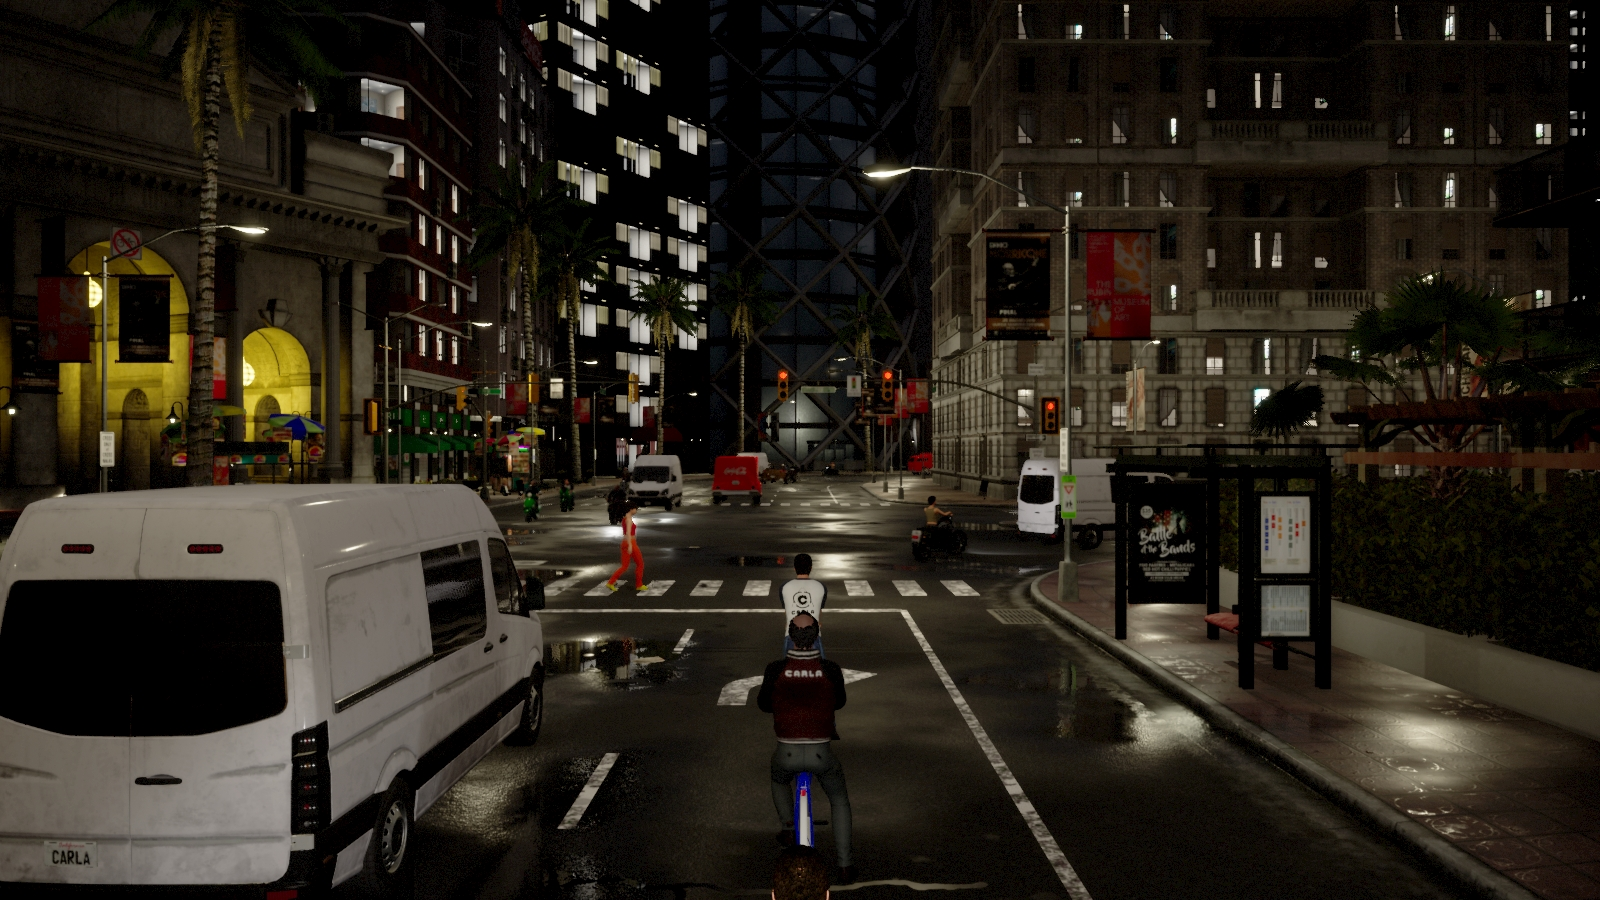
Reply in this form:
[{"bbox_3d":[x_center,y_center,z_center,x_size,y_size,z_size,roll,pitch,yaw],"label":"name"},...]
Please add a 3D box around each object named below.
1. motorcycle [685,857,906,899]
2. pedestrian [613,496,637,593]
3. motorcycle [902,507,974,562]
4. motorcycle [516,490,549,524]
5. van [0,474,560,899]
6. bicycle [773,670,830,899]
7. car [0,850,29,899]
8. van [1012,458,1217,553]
[{"bbox_3d":[-0.018,2.213,3.585,0.803,1.145,2.033,0,0,0],"label":"motorcycle"},{"bbox_3d":[-3.443,1.849,22.449,0.375,1.860,0.375,0,0,-27],"label":"pedestrian"},{"bbox_3d":[3.596,2.170,29.673,0.764,1.277,2.356,0,0,37],"label":"motorcycle"},{"bbox_3d":[-10.348,2.182,44.247,0.856,1.236,1.805,0,0,0],"label":"motorcycle"},{"bbox_3d":[-3.525,1.534,8.973,1.988,2.561,5.915,0,0,0],"label":"van"},{"bbox_3d":[0.008,2.210,7.501,0.329,1.171,1.835,0,0,0],"label":"bicycle"},{"bbox_3d":[-3.487,2.120,2.971,1.481,1.376,2.207,0,0,0],"label":"car"},{"bbox_3d":[9.264,1.535,33.514,5.915,2.561,1.988,0,0,-26],"label":"van"}]
